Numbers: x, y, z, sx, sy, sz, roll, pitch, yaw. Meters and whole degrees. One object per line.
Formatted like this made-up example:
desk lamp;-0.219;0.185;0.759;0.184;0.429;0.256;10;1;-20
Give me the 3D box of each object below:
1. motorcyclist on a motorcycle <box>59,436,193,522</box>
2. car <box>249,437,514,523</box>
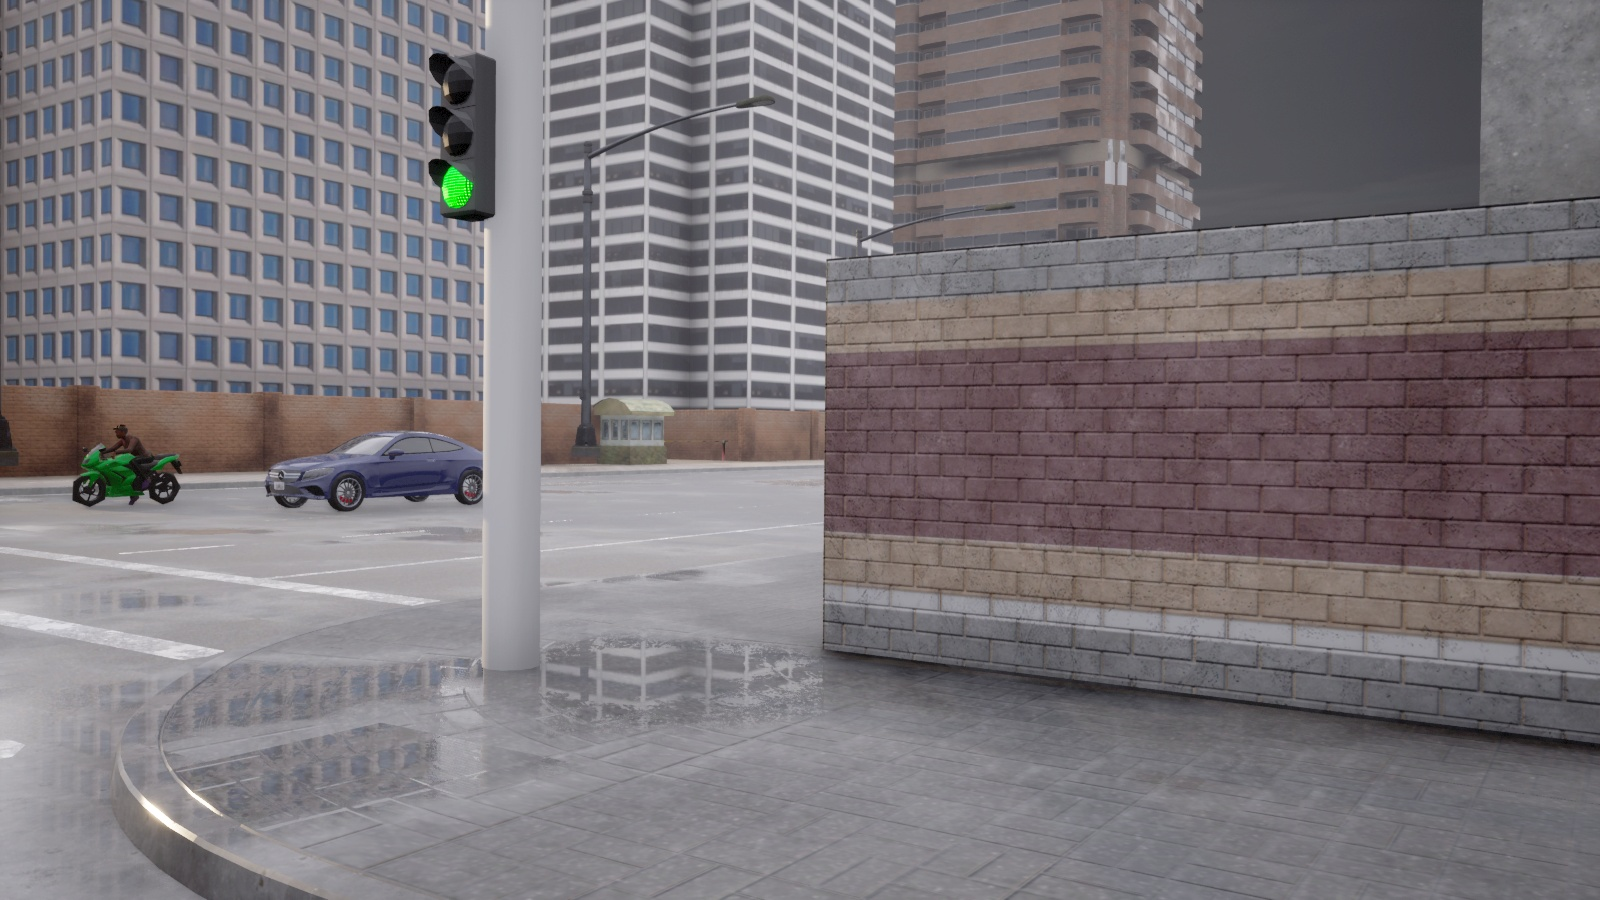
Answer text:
motorcyclist on a motorcycle;-12.533;0.507;23.413;0.797;1.523;2.044;0;1;34
car;-7.867;0.500;24.070;1.812;1.442;4.674;0;1;34
